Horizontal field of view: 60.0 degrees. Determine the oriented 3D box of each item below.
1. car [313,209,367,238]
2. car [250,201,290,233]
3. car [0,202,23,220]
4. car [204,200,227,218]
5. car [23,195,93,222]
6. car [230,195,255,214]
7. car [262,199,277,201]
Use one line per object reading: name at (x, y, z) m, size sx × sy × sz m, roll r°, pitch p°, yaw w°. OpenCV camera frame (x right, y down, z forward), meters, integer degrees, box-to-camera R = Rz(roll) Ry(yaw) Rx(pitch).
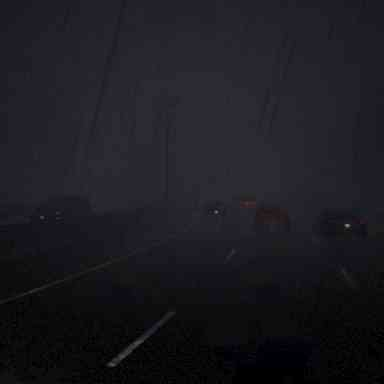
car at (7.919, 1.615, 18.122) m, size 1.994 × 1.385 × 4.181 m, roll 0°, pitch 0°, yaw 10°
car at (4.743, 1.538, 20.103) m, size 2.128 × 1.511 × 4.902 m, roll 0°, pitch 0°, yaw 10°
car at (-15.472, 1.558, 28.245) m, size 2.033 × 1.411 × 5.357 m, roll 0°, pitch 0°, yaw 5°
car at (2.214, 1.560, 31.332) m, size 1.837 × 1.490 × 4.892 m, roll 0°, pitch -2°, yaw 2°
car at (-8.998, 1.240, 23.474) m, size 2.150 × 2.045 × 5.566 m, roll 0°, pitch 0°, yaw 8°
car at (5.669, 1.303, 37.307) m, size 2.150 × 2.045 × 5.566 m, roll 0°, pitch 0°, yaw -3°
car at (8.983, 1.583, 38.880) m, size 2.128 × 1.511 × 4.902 m, roll 0°, pitch 0°, yaw -4°
